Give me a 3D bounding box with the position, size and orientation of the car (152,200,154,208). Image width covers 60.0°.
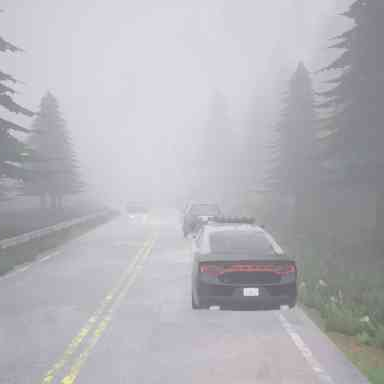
[{"bbox_3d":[-6.992,1.461,46.082,1.837,1.490,4.892,-3,1,-35],"label":"car"}]

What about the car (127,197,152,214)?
[{"bbox_3d":[-5.861,1.545,35.088,2.033,1.411,5.357,-1,0,-14],"label":"car"}]

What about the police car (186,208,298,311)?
[{"bbox_3d":[0.906,1.409,7.967,1.930,1.638,5.238,0,0,-1],"label":"police car"}]

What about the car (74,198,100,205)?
[{"bbox_3d":[-17.585,1.770,55.358,4.902,1.511,2.128,-3,3,27],"label":"car"}]

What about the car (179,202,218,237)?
[{"bbox_3d":[0.532,1.314,17.938,2.097,1.767,4.553,0,0,-3],"label":"car"}]
